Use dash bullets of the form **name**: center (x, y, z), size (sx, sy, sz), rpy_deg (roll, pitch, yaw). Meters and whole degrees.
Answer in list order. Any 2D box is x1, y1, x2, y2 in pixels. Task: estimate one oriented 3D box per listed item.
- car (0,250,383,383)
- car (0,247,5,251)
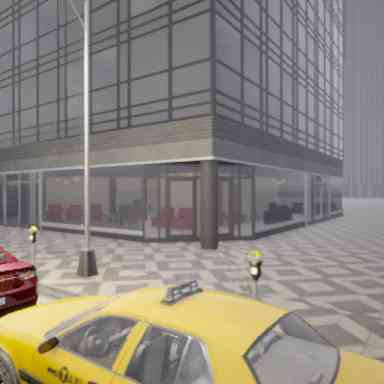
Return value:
- **car**: center (-0.305, 1.520, 3.180), size (4.829, 1.417, 1.752), rpy_deg (0, 0, 35)
- **car**: center (-4.745, 1.530, 6.311), size (4.507, 1.381, 1.887), rpy_deg (0, 0, 35)
